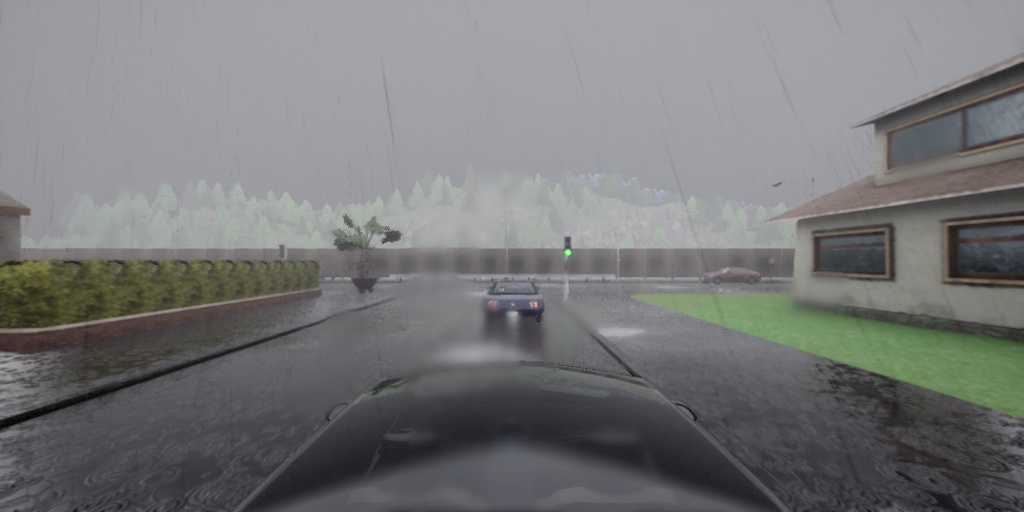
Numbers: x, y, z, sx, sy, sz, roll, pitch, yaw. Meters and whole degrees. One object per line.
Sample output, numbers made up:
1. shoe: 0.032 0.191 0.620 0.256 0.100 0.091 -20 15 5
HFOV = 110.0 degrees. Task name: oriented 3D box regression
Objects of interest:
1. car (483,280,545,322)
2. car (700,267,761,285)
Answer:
1. car: 0.079 1.499 12.917 1.895 1.301 4.718 0 -1 0
2. car: 18.535 1.657 30.455 4.674 1.442 1.812 0 -1 0
